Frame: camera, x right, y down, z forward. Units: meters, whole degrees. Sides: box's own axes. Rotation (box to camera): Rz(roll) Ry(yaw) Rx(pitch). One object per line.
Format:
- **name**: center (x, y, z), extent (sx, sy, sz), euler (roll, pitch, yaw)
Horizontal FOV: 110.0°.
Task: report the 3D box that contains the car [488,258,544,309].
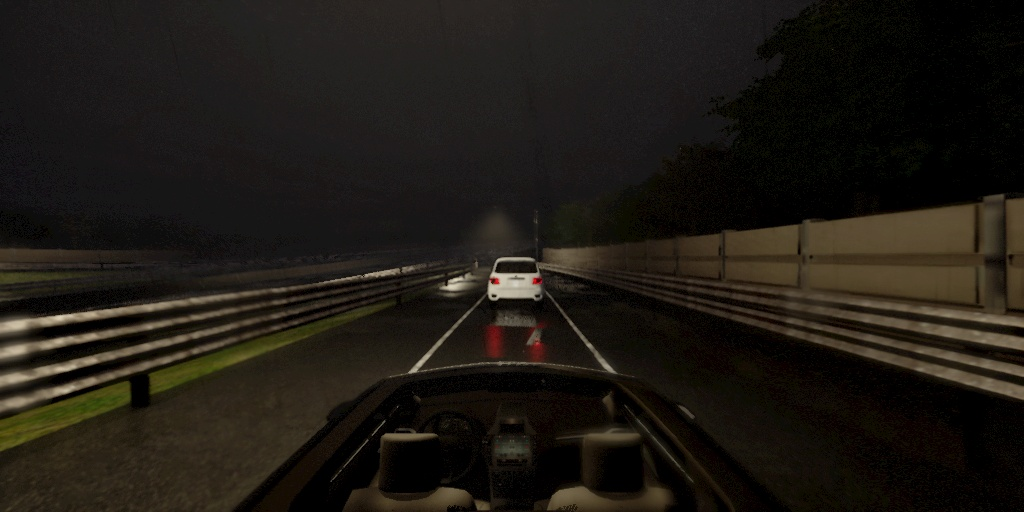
- **car**: center (0.208, 1.092, 15.759), extent (2.150, 2.045, 5.566), euler (0, 0, 1)
